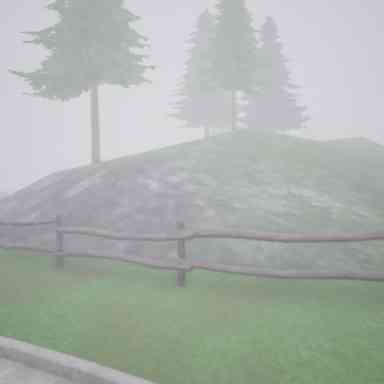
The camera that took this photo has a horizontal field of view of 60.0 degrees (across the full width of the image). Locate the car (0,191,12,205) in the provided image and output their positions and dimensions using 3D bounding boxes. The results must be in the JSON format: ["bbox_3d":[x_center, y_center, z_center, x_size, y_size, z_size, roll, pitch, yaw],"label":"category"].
[{"bbox_3d":[-22.200,0.669,36.637,2.097,1.767,4.553,0,2,15],"label":"car"}]
